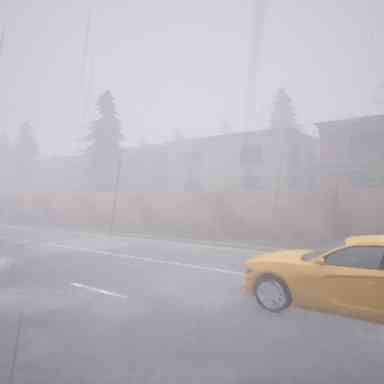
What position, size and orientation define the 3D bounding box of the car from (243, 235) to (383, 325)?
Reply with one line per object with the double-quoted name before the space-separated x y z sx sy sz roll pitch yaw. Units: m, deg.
"car" 3.345 1.535 6.102 5.008 1.535 1.882 -1 -1 37
